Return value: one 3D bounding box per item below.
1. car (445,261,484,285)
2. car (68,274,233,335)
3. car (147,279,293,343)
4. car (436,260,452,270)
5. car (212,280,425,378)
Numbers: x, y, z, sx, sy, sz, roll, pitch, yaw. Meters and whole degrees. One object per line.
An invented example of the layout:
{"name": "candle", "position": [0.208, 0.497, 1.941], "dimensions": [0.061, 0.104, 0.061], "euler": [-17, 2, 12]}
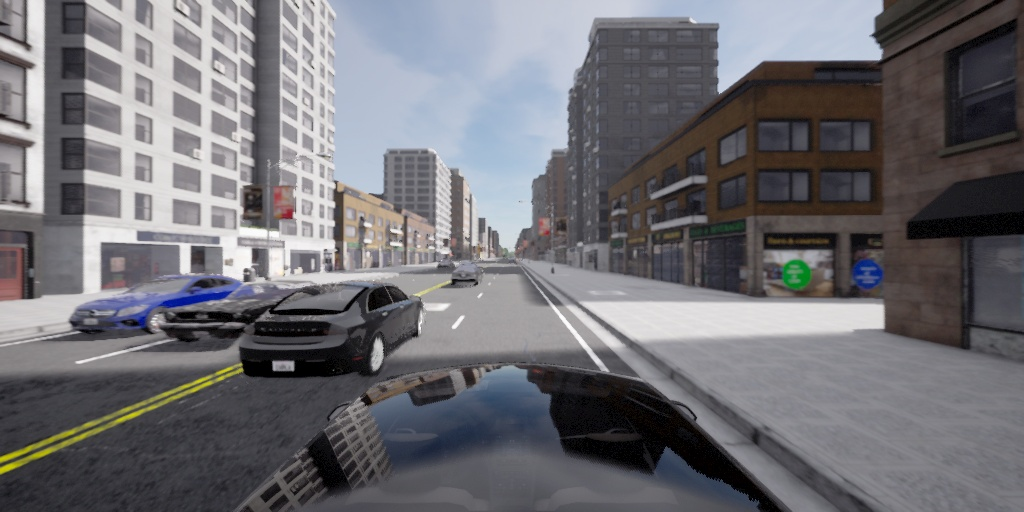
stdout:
{"name": "car", "position": [-3.141, 1.301, 25.741], "dimensions": [2.033, 1.411, 5.357], "euler": [0, 0, 0]}
{"name": "car", "position": [-9.860, 1.278, 10.727], "dimensions": [1.812, 1.442, 4.674], "euler": [0, 0, 0]}
{"name": "car", "position": [-6.598, 1.352, 9.817], "dimensions": [1.895, 1.301, 4.718], "euler": [0, 0, 0]}
{"name": "car", "position": [-9.787, 1.306, 53.213], "dimensions": [2.033, 1.411, 5.357], "euler": [0, 0, 1]}
{"name": "car", "position": [-3.149, 1.257, 7.361], "dimensions": [1.837, 1.490, 4.892], "euler": [0, 0, 0]}
